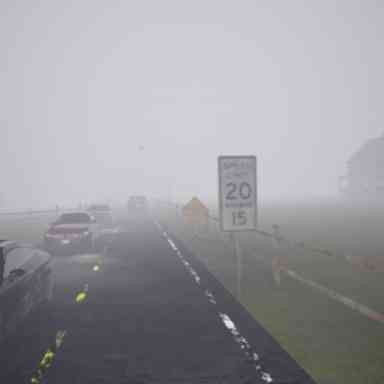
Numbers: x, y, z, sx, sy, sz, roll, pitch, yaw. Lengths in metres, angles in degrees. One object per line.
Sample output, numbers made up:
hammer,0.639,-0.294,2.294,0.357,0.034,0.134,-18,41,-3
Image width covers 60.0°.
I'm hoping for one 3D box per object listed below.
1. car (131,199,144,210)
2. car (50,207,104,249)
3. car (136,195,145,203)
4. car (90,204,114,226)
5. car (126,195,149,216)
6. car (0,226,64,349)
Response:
car,-8.030,1.746,48.844,1.812,1.442,4.674,-1,0,-9
car,-5.253,1.653,15.053,1.812,1.442,4.674,-1,0,-10
car,-12.311,1.728,79.760,2.097,1.767,4.553,-1,0,-10
car,-6.963,1.651,25.205,1.882,1.535,5.008,-1,0,-10
car,-5.731,1.373,35.197,2.150,2.045,5.566,-1,0,-9
car,-3.667,1.613,5.547,1.812,1.442,4.674,-1,0,-9
